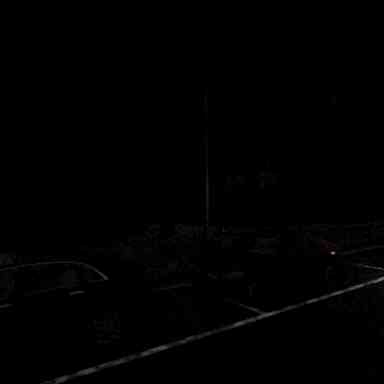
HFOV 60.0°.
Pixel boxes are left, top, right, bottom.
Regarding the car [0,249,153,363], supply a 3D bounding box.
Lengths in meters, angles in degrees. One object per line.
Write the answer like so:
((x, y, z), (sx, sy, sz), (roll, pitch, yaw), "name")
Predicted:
((-2.682, 1.551, 4.627), (4.403, 1.369, 2.008), (0, 0, -35), "car")

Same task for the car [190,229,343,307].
((1.921, 1.582, 7.902), (4.206, 1.307, 1.802), (0, 0, -35), "car")
